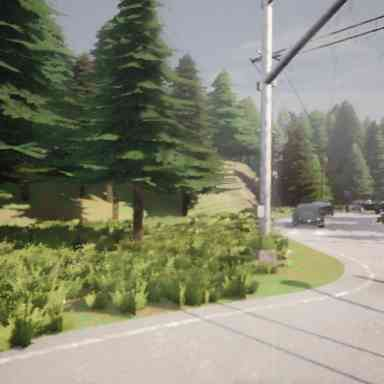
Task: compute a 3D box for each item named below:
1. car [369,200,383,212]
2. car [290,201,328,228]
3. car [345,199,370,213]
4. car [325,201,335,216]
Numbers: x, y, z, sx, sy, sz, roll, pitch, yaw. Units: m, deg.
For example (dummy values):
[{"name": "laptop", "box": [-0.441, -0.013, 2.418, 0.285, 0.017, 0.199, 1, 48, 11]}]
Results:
[{"name": "car", "box": [21.547, 1.659, 35.752, 4.892, 1.490, 1.837, 0, -1, -34]}, {"name": "car", "box": [7.883, 1.553, 22.764, 1.837, 1.490, 4.892, 1, 0, 17]}, {"name": "car", "box": [19.866, 1.622, 38.647, 4.902, 1.511, 2.128, 0, 0, -31]}, {"name": "car", "box": [12.227, 1.596, 31.672, 1.812, 1.442, 4.674, 1, 0, 38]}]
